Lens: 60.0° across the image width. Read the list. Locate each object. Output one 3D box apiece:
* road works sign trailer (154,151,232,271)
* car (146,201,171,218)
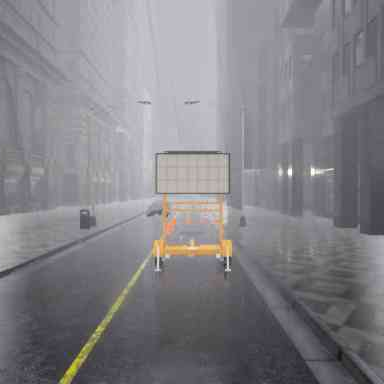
[{"bbox_3d":[0.024,0.467,10.876,2.380,3.560,2.880,0,0,0],"label":"road works sign trailer"},{"bbox_3d":[-2.973,1.572,30.563,2.033,1.411,5.357,0,0,0],"label":"car"}]
